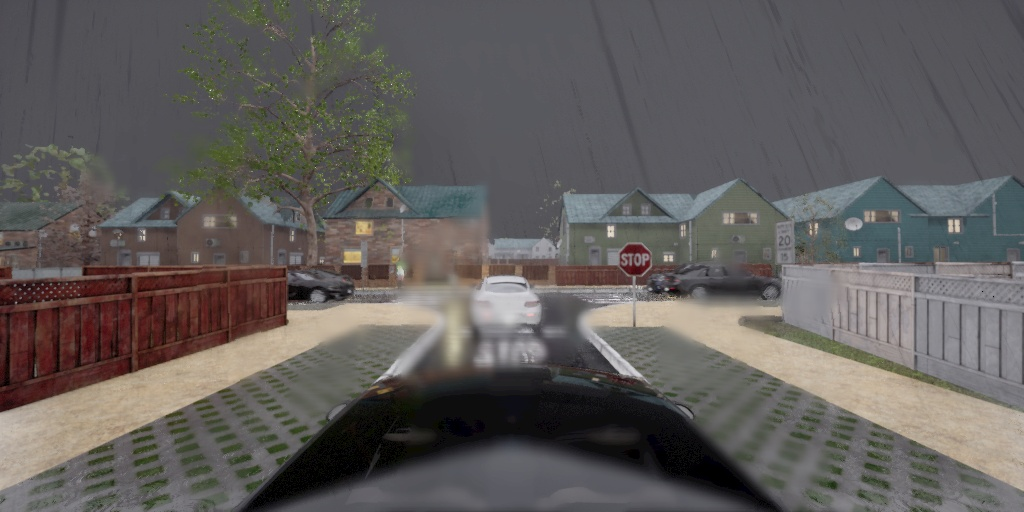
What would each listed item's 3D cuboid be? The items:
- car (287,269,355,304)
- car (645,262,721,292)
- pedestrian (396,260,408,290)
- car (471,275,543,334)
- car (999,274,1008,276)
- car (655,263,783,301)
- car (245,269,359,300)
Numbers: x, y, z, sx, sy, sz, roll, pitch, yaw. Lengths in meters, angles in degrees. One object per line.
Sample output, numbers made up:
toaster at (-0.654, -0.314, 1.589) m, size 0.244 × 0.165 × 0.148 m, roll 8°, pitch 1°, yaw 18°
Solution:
car at (-9.695, 1.334, 15.899) m, size 5.008 × 1.535 × 1.882 m, roll -1°, pitch -1°, yaw 1°
car at (9.364, 1.107, 18.600) m, size 4.553 × 1.767 × 2.097 m, roll 0°, pitch -1°, yaw 1°
pedestrian at (-6.709, 1.118, 21.726) m, size 0.375 × 1.860 × 0.375 m, roll 0°, pitch -1°, yaw 1°
car at (-0.234, 1.278, 10.633) m, size 1.812 × 1.442 × 4.674 m, roll 0°, pitch 0°, yaw -4°
car at (27.613, 1.134, 18.346) m, size 4.674 × 1.442 × 1.812 m, roll 0°, pitch -1°, yaw 1°
car at (9.178, 1.185, 15.647) m, size 4.892 × 1.490 × 1.837 m, roll 0°, pitch -1°, yaw 1°
car at (-10.904, 1.449, 18.863) m, size 4.892 × 1.490 × 1.837 m, roll -1°, pitch -1°, yaw 1°
